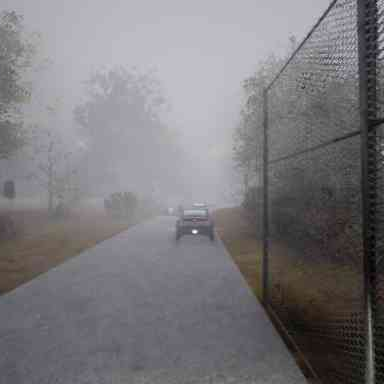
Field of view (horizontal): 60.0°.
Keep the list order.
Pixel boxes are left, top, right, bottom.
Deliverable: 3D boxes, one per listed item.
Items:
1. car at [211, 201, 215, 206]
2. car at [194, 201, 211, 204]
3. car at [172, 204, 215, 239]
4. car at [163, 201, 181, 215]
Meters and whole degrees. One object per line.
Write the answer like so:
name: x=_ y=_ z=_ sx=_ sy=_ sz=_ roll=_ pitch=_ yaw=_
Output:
car: x=4.283 y=2.797 z=77.690 sx=1.837 sy=1.490 sz=4.892 roll=0 pitch=-2 yaw=12
car: x=0.844 y=1.813 z=35.760 sx=1.812 sy=1.442 sz=4.674 roll=0 pitch=-1 yaw=4
car: x=0.156 y=1.583 z=17.665 sx=1.837 sy=1.490 sz=4.892 roll=0 pitch=-1 yaw=1
car: x=-2.019 y=1.788 z=36.904 sx=2.128 sy=1.511 sz=4.902 roll=0 pitch=-1 yaw=4
